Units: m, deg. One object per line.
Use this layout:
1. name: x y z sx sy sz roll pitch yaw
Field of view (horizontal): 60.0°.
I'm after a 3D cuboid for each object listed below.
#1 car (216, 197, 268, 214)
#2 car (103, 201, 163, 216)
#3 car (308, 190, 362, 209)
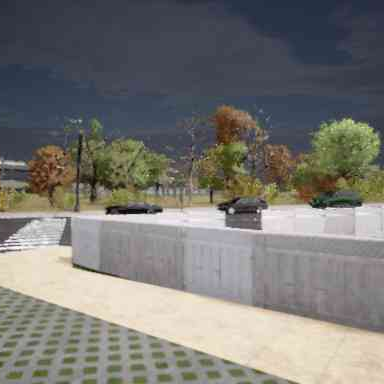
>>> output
1. car: 4.580 1.201 30.620 4.892 1.490 1.837 -1 2 -19
2. car: -4.905 1.411 27.447 4.718 1.301 1.895 -1 2 -18
3. car: 14.683 0.805 33.989 5.566 2.045 2.150 -1 2 -19
